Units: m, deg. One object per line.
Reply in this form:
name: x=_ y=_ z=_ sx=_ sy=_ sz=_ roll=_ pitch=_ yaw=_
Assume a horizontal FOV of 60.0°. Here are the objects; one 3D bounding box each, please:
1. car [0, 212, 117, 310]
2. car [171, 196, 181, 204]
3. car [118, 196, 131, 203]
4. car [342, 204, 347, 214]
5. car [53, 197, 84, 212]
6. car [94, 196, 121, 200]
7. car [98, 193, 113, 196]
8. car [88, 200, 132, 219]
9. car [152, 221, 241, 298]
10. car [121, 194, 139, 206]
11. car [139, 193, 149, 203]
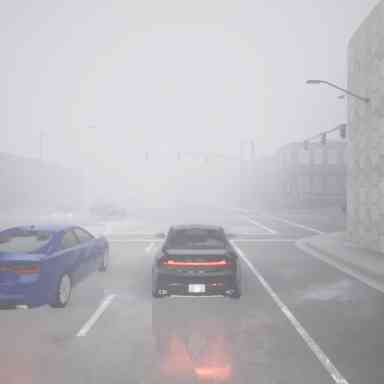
car: x=-3.401 y=1.478 z=7.933 sx=1.882 sy=1.535 sz=5.008 roll=0 pitch=0 yaw=0
car: x=-3.206 y=1.478 z=65.999 sx=1.882 sy=1.535 sz=5.008 roll=0 pitch=0 yaw=0
car: x=-13.802 y=1.523 z=68.259 sx=1.812 sy=1.442 sz=4.674 roll=0 pitch=0 yaw=0
car: x=14.996 y=1.015 z=27.522 sx=5.008 sy=1.535 sz=1.882 roll=-5 pitch=0 yaw=0
car: x=-14.079 y=1.352 z=38.058 sx=2.097 sy=1.767 sz=4.553 roll=0 pitch=0 yaw=1
car: x=-10.479 y=1.526 z=40.846 sx=1.812 sy=1.442 sz=4.674 roll=0 pitch=0 yaw=0
car: x=-13.937 y=1.223 z=52.964 sx=2.150 sy=2.045 sz=5.566 roll=0 pitch=0 yaw=1
car: x=-7.308 y=1.601 z=28.713 sx=1.895 sy=1.301 sz=4.718 roll=0 pitch=0 yaw=-37
car: x=0.104 y=1.505 z=8.478 sx=1.837 sy=1.490 sz=4.892 roll=0 pitch=0 yaw=0
car: x=-10.429 y=1.352 z=54.237 sx=2.097 sy=1.767 sz=4.553 roll=0 pitch=0 yaw=0
car: x=-10.297 y=1.220 z=69.650 sx=2.150 sy=2.045 sz=5.566 roll=0 pitch=0 yaw=0
